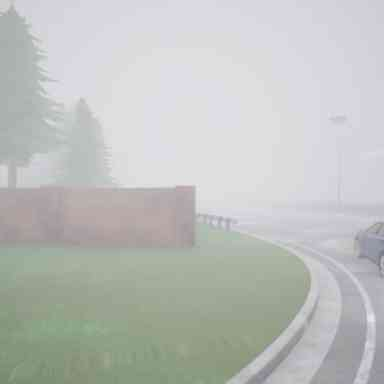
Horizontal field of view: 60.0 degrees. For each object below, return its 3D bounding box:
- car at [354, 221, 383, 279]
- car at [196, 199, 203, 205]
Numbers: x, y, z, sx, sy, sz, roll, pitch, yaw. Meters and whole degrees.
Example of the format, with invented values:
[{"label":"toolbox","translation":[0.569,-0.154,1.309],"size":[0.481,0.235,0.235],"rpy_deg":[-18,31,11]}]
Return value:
[{"label":"car","translation":[6.360,1.572,10.020],"size":[1.882,1.535,5.008],"rpy_deg":[0,0,14]},{"label":"car","translation":[1.095,2.306,76.716],"size":[1.994,1.385,4.181],"rpy_deg":[0,-1,-15]}]
